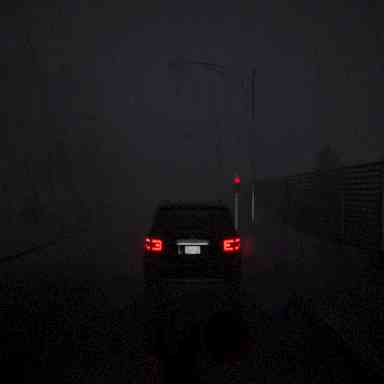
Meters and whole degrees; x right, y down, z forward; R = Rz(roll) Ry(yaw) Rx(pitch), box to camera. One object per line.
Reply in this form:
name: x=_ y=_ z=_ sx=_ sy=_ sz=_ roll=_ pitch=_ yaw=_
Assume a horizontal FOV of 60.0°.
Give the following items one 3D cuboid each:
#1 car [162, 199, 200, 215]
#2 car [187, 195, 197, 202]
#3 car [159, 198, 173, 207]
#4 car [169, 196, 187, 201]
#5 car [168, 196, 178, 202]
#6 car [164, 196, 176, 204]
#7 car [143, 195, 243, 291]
car: x=-1.076 y=1.526 z=34.660 sx=1.812 sy=1.442 sz=4.674 roll=1 pitch=0 yaw=29
car: x=-0.097 y=1.478 z=77.545 sx=1.882 sy=1.535 sz=5.008 roll=0 pitch=0 yaw=-4
car: x=-4.153 y=1.601 z=53.590 sx=1.895 sy=1.301 sz=4.718 roll=0 pitch=0 yaw=0
car: x=-3.803 y=1.595 z=87.234 sx=4.718 sy=1.301 sz=1.895 roll=0 pitch=0 yaw=40
car: x=-4.083 y=1.552 z=73.338 sx=1.994 sy=1.385 sz=4.181 roll=0 pitch=0 yaw=0
car: x=-4.125 y=1.547 z=63.353 sx=2.033 sy=1.411 sz=5.357 roll=0 pitch=0 yaw=0
car: x=0.033 y=1.221 z=9.158 sx=2.150 sy=2.045 sz=5.566 roll=0 pitch=0 yaw=0
